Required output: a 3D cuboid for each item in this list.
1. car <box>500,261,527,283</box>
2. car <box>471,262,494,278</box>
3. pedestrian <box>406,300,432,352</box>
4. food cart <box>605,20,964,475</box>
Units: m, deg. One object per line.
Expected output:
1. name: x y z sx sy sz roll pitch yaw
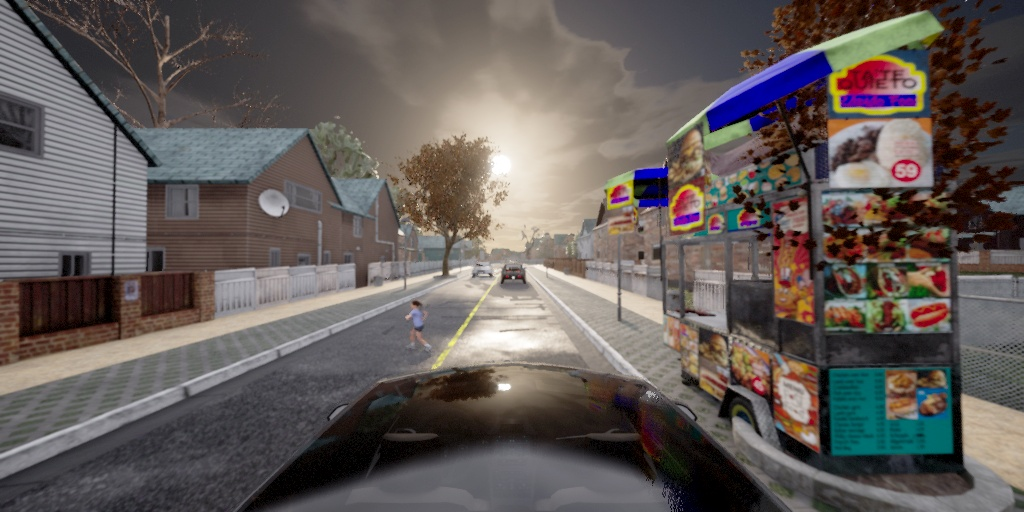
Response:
1. car: 0.112 1.268 28.179 1.837 1.490 4.892 0 0 0
2. car: -2.819 1.305 35.132 1.812 1.442 4.674 0 0 0
3. pedestrian: -1.956 1.420 7.496 0.500 1.100 0.500 1 -1 -1
4. food cart: 3.012 0.213 4.732 2.280 3.560 4.660 0 0 0
